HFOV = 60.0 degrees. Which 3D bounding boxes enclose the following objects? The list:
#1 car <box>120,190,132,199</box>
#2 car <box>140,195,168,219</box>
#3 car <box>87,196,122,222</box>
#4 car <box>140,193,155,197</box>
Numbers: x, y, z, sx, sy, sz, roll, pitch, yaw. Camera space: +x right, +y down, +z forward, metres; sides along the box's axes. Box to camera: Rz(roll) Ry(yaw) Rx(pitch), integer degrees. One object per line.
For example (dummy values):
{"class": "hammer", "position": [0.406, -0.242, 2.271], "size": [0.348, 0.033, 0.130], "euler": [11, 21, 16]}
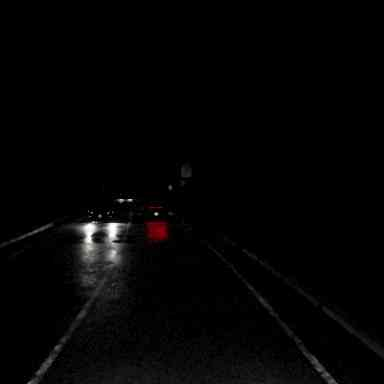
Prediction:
{"class": "car", "position": [-12.871, 0.448, 64.742], "size": [2.097, 1.767, 4.553], "euler": [1, 1, -9]}
{"class": "car", "position": [-2.886, 1.239, 25.830], "size": [1.837, 1.490, 4.892], "euler": [1, 1, -9]}
{"class": "car", "position": [-6.261, 1.226, 23.677], "size": [1.837, 1.490, 4.892], "euler": [1, 1, -9]}
{"class": "car", "position": [-5.464, 0.843, 41.787], "size": [2.097, 1.767, 4.553], "euler": [1, 1, -9]}
